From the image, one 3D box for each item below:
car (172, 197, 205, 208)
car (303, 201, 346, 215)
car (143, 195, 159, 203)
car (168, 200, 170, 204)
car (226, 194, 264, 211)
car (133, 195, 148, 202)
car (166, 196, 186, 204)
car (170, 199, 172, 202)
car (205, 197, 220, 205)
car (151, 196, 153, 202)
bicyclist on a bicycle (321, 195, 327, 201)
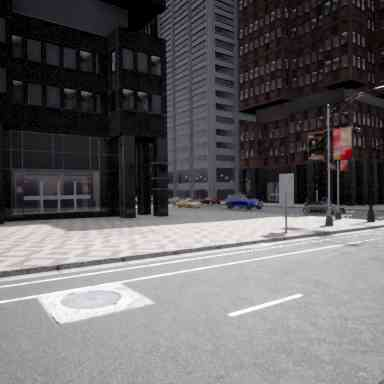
[{"bbox_3d":[-0.546,1.699,49.349,1.752,1.417,4.829,-1,1,-36],"label":"car"},{"bbox_3d":[13.533,1.626,34.237,1.994,1.385,4.181,-1,0,-36],"label":"car"},{"bbox_3d":[-9.477,1.595,76.508,1.967,1.590,4.097,-1,1,-36],"label":"car"},{"bbox_3d":[-1.569,1.672,60.752,2.033,1.411,5.357,-1,0,-35],"label":"car"},{"bbox_3d":[6.841,1.325,43.583,2.150,2.045,5.566,-1,0,-36],"label":"car"},{"bbox_3d":[-12.631,1.618,80.922,1.967,1.590,4.097,-1,1,-36],"label":"car"},{"bbox_3d":[-3.267,1.636,67.819,1.752,1.417,4.829,-1,1,-36],"label":"car"},{"bbox_3d":[-1.177,1.715,54.860,1.994,1.385,4.181,-1,0,-35],"label":"car"},{"bbox_3d":[3.140,1.612,58.853,1.887,1.381,4.507,-1,1,-36],"label":"car"},{"bbox_3d":[-7.764,1.652,69.366,1.812,1.442,4.674,-1,0,-36],"label":"car"},{"bbox_3d":[17.416,1.252,43.805,1.656,1.620,0.582,-1,1,-36],"label":"bicyclist on a bicycle"}]
